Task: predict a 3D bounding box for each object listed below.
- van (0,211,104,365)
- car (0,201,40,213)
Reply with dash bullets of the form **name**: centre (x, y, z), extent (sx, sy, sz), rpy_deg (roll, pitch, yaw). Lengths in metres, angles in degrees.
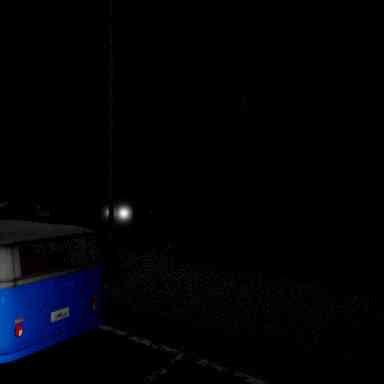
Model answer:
- **van**: centre (-3.203, 1.341, 5.361), extent (3.998, 1.788, 1.690), rpy_deg (0, 0, 36)
- **car**: centre (-15.416, 1.517, 28.506), extent (1.812, 1.442, 4.674), rpy_deg (0, 0, 32)
